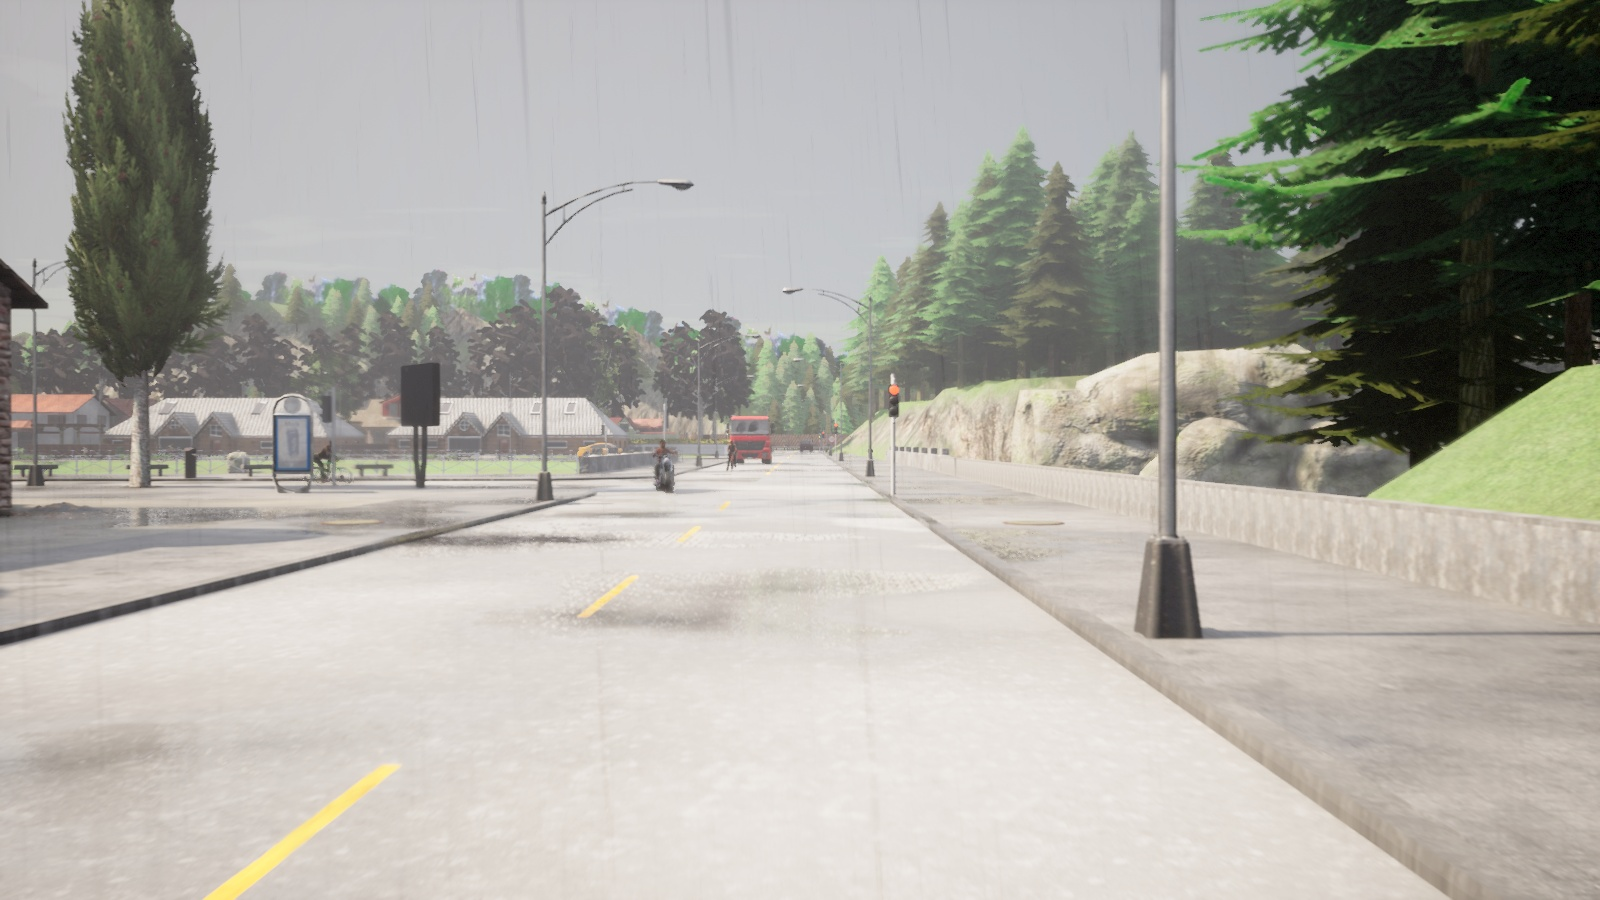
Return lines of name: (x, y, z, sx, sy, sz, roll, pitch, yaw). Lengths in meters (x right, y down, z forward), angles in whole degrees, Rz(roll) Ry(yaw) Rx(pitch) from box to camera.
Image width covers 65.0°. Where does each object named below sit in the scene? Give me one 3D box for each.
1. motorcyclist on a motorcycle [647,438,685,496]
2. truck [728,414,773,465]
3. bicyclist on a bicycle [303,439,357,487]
motorcyclist on a motorcycle: (-4.023, 0.481, 37.500, 0.766, 1.649, 2.350, -1, 1, -14)
truck: (-3.433, -0.743, 89.570, 2.891, 3.462, 7.936, 0, 0, 0)
bicyclist on a bicycle: (-16.213, 0.442, 43.325, 1.656, 1.620, 0.582, 0, 0, 0)
